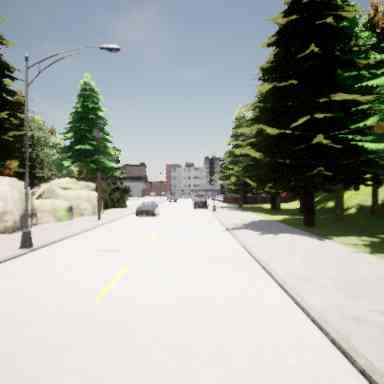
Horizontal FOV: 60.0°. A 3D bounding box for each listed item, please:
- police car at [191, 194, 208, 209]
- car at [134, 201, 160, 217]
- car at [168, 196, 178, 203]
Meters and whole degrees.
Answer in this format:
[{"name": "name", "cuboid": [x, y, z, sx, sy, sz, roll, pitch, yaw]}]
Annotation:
[{"name": "police car", "cuboid": [1.187, 1.441, 45.605, 1.930, 1.638, 5.238, 0, 0, 0]}, {"name": "car", "cuboid": [-4.072, 1.559, 31.231, 2.033, 1.411, 5.357, 0, 0, 0]}, {"name": "car", "cuboid": [-4.056, 1.727, 72.286, 2.128, 1.511, 4.902, 0, 0, 0]}]
